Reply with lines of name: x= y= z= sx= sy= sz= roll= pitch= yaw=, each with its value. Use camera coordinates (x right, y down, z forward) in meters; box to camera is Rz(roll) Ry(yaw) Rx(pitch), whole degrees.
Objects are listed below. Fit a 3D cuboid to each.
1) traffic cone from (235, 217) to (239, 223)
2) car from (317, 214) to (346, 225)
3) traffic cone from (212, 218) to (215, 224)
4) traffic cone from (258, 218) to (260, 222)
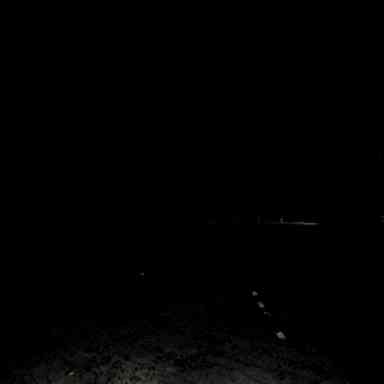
traffic cone: x=4.760 y=2.958 z=35.400 sx=0.340 sy=0.580 sz=0.340 roll=1 pitch=-2 yaw=35
car: x=19.653 y=3.789 z=46.677 sx=4.902 sy=1.511 sz=2.128 roll=5 pitch=-3 yaw=-33
traffic cone: x=1.994 y=2.711 z=30.906 sx=0.340 sy=0.580 sz=0.340 roll=2 pitch=-2 yaw=29
traffic cone: x=7.977 y=3.255 z=39.580 sx=0.340 sy=0.580 sz=0.340 roll=1 pitch=-3 yaw=41
